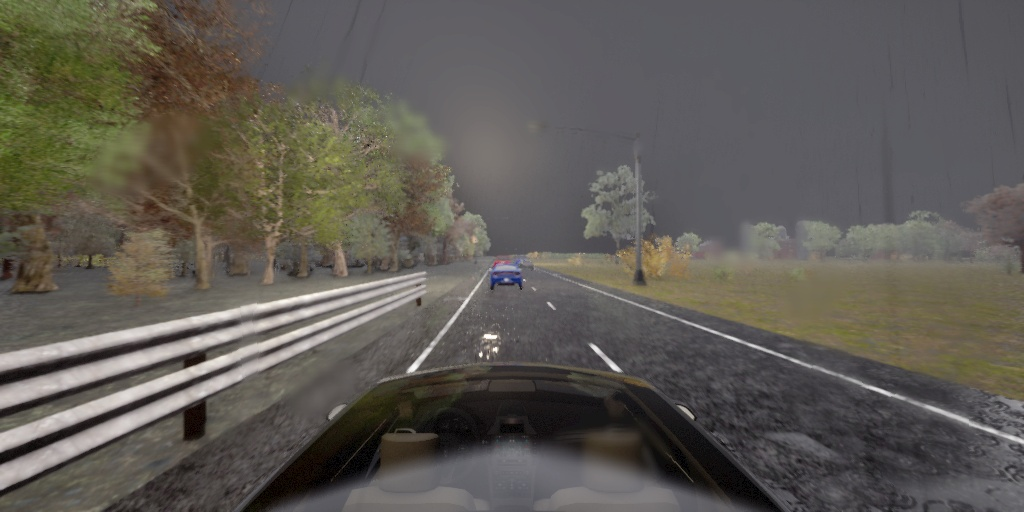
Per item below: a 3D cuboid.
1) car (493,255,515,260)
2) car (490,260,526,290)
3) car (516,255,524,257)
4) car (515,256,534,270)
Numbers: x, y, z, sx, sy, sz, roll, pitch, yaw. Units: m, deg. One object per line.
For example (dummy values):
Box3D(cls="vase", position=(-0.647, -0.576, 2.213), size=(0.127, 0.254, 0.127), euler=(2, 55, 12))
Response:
Box3D(cls="car", position=(-1.115, 0.941, 44.435), size=(2.150, 2.045, 5.566), euler=(0, 0, -2))
Box3D(cls="car", position=(-0.381, 1.216, 22.732), size=(1.882, 1.535, 5.008), euler=(0, 0, -2))
Box3D(cls="car", position=(1.621, 0.928, 64.341), size=(2.150, 2.045, 5.566), euler=(0, 0, -2))
Box3D(cls="car", position=(2.038, 1.187, 51.780), size=(2.128, 1.511, 4.902), euler=(0, 0, -2))
